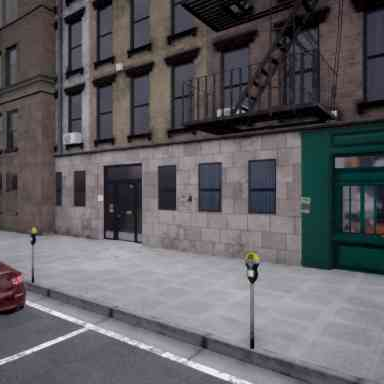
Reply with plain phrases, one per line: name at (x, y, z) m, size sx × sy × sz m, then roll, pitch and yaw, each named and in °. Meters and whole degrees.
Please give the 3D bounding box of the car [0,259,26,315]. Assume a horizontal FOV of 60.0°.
car at (-4.724, 1.582, 6.214) m, size 4.206 × 1.307 × 1.802 m, roll 0°, pitch 0°, yaw 36°
